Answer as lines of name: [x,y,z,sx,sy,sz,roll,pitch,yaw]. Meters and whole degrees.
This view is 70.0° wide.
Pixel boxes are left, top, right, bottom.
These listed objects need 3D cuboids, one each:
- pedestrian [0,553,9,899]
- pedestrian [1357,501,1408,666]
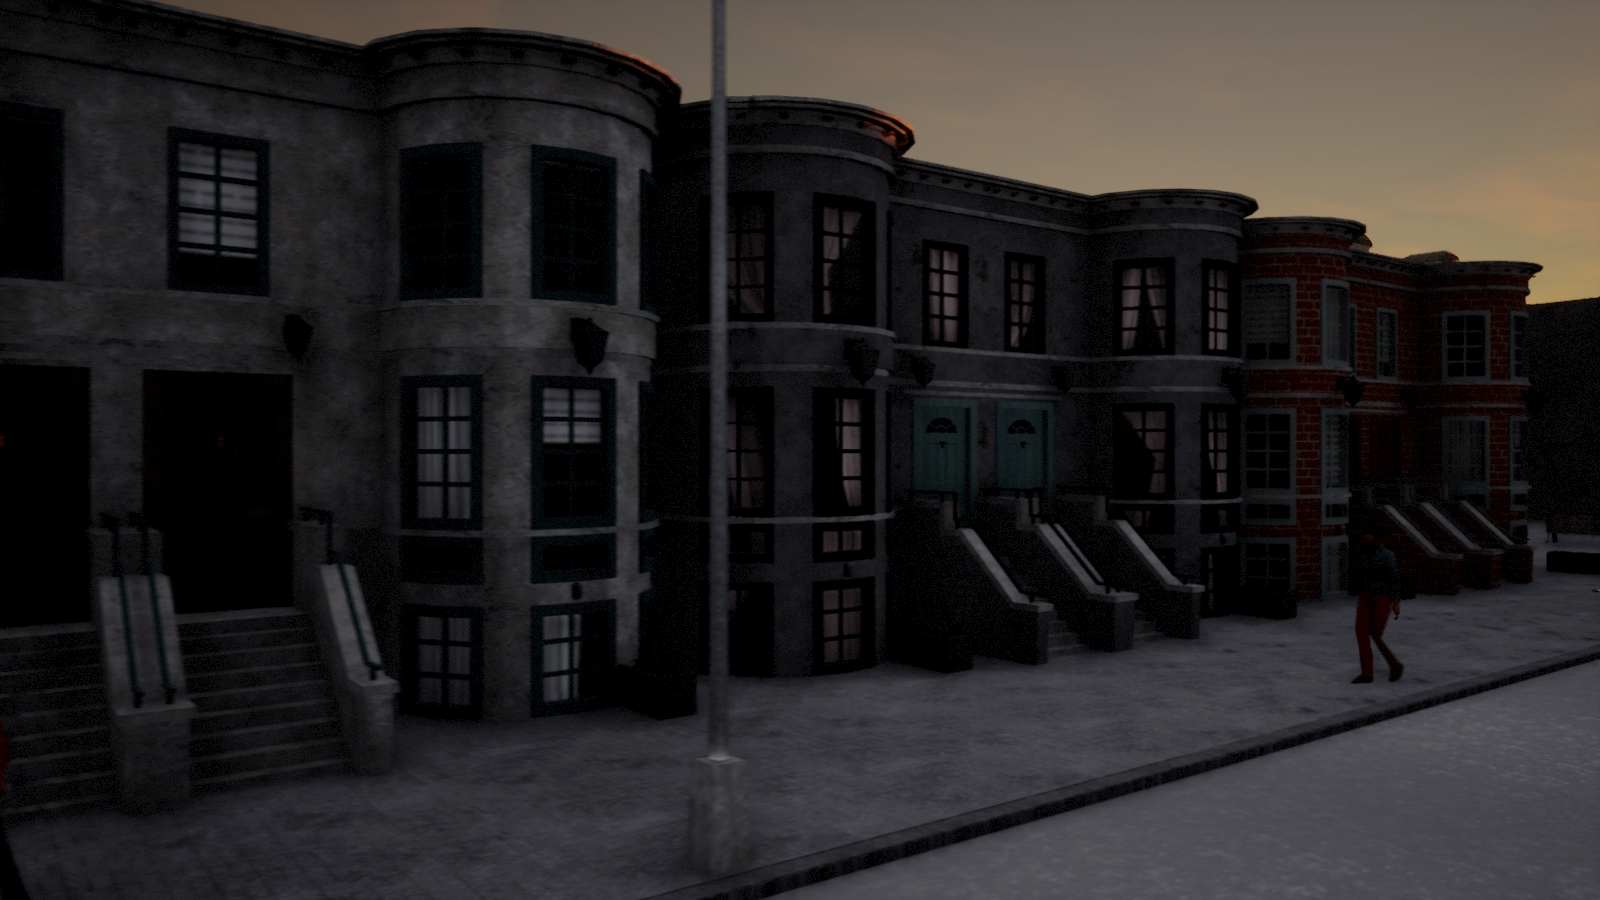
pedestrian: [-4.608,1.525,6.313,0.375,1.860,0.375,0,0,-38]
pedestrian: [6.745,1.526,13.235,0.375,1.860,0.375,0,0,-17]
